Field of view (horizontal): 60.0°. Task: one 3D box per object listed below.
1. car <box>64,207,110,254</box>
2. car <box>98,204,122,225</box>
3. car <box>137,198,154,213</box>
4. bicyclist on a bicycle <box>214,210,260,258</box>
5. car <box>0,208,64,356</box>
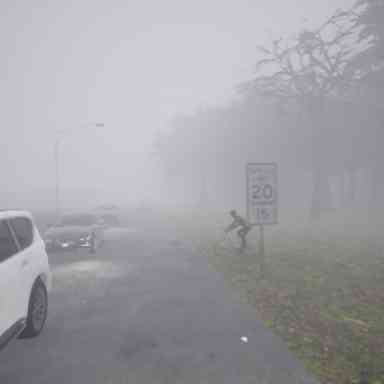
[{"bbox_3d":[-4.746,1.606,13.905,1.837,1.490,4.892,-1,0,-8],"label":"car"},{"bbox_3d":[-6.379,1.639,25.279,1.882,1.535,5.008,-1,0,-8],"label":"car"},{"bbox_3d":[-5.704,1.761,40.979,1.994,1.385,4.181,-1,0,-8],"label":"car"},{"bbox_3d":[1.548,1.446,11.398,1.656,1.620,0.582,1,0,-8],"label":"bicyclist on a bicycle"},{"bbox_3d":[-3.282,1.285,3.656,2.150,2.045,5.566,-1,0,-8],"label":"car"}]
